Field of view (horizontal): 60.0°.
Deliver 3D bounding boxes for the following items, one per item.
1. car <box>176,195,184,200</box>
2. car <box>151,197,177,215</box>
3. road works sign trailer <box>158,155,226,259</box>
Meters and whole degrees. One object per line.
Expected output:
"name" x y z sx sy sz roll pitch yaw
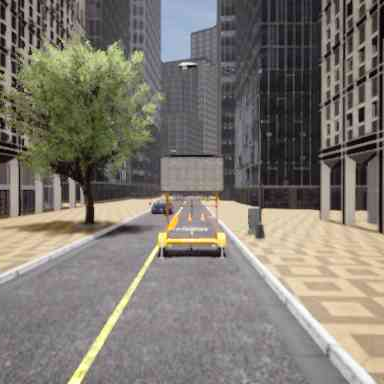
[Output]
"car" -2.752 1.360 73.920 1.895 1.301 4.718 0 0 0
"car" -2.845 1.455 32.558 1.994 1.385 4.181 0 0 0
"road works sign trailer" -0.001 0.417 12.408 2.380 3.560 2.880 0 0 0
